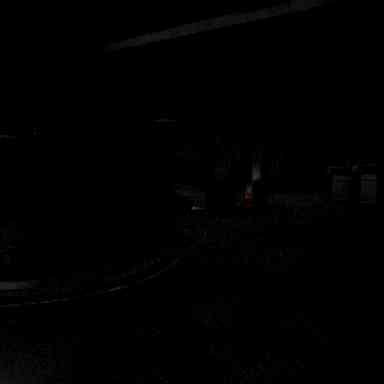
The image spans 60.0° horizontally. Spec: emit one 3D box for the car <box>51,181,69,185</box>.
[{"bbox_3d":[-26.789,-1.260,65.468,3.866,1.878,1.905,2,2,35],"label":"car"}]

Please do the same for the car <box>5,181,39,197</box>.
[{"bbox_3d":[-21.776,-0.468,42.440,4.605,1.855,1.932,2,2,35],"label":"car"}]

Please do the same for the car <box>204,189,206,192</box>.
[{"bbox_3d":[4.874,-0.314,65.613,5.027,1.636,2.152,2,2,35],"label":"car"}]

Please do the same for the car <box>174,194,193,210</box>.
[{"bbox_3d":[-1.758,0.819,27.878,1.812,1.442,4.674,2,2,36],"label":"car"}]

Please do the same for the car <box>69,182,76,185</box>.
[{"bbox_3d":[-25.451,-1.286,68.080,4.605,1.855,1.932,2,2,35],"label":"car"}]

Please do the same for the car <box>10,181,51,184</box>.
[{"bbox_3d":[-17.244,-0.181,35.223,3.866,1.878,1.905,2,2,35],"label":"car"}]
